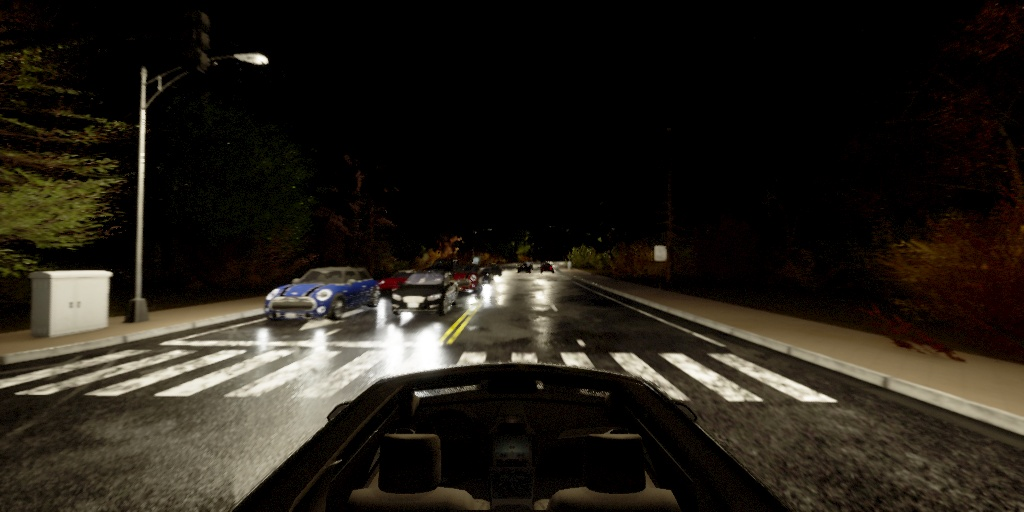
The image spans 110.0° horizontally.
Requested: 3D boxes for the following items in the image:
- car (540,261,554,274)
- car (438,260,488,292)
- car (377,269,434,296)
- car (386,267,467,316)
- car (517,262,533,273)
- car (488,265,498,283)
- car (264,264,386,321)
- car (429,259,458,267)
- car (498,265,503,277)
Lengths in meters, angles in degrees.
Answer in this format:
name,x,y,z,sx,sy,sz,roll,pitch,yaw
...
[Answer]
name,x,y,z,sx,sy,sz,roll,pitch,yaw
car,5.006,1.756,51.548,1.812,1.442,4.674,0,-1,5
car,-3.007,1.305,23.070,2.097,1.767,4.553,0,-1,2
car,-6.298,1.529,21.801,1.895,1.301,4.718,0,-1,2
car,-3.241,1.354,14.078,2.128,1.511,4.902,0,-1,-1
car,1.811,1.720,52.431,2.128,1.511,4.902,0,0,5
car,-2.646,1.640,32.040,1.895,1.301,4.718,0,-1,3
car,-6.491,1.189,12.824,2.097,1.767,4.553,0,-1,1
car,-5.911,1.246,31.744,2.150,2.045,5.566,0,-1,3
car,-2.165,1.692,41.859,1.994,1.385,4.181,0,0,3
